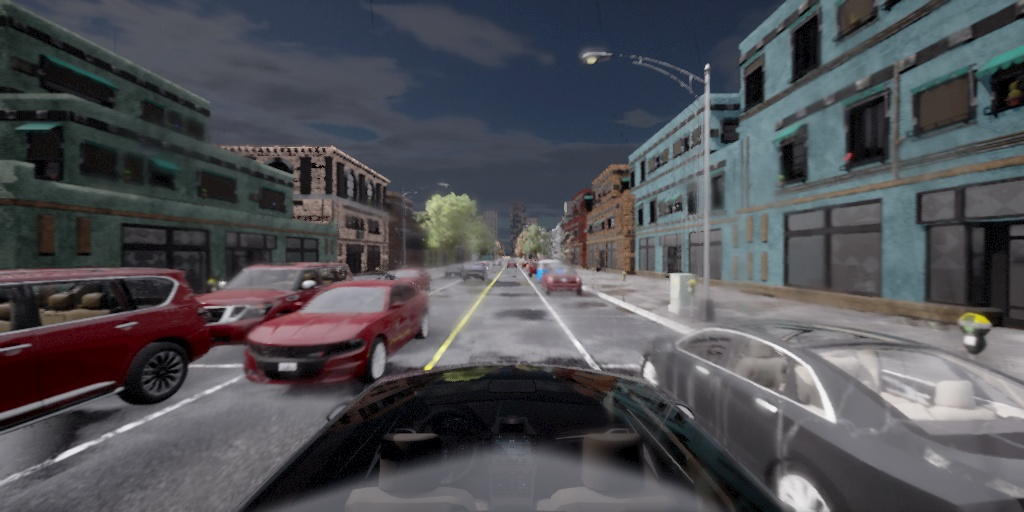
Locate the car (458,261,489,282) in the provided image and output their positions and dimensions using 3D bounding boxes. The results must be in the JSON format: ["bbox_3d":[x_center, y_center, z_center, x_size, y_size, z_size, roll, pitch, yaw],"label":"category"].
[{"bbox_3d":[-3.105,1.414,31.154,2.033,1.411,5.357,0,0,0],"label":"car"}]

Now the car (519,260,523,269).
[{"bbox_3d":[2.675,1.545,64.526,1.888,1.381,4.507,0,0,0],"label":"car"}]

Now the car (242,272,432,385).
[{"bbox_3d":[-3.050,1.250,7.378,1.882,1.535,5.008,0,0,0],"label":"car"}]

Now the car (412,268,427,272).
[{"bbox_3d":[-5.692,1.368,20.171,1.888,1.381,4.507,0,0,0],"label":"car"}]

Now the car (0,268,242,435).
[{"bbox_3d":[-5.688,1.071,3.539,2.192,1.841,5.009,0,0,0],"label":"car"}]

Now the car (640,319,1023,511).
[{"bbox_3d":[2.693,1.308,3.541,2.007,1.370,4.403,0,0,0],"label":"car"}]

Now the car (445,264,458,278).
[{"bbox_3d":[-5.697,1.455,36.803,1.948,1.339,4.313,0,0,0],"label":"car"}]

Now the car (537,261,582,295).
[{"bbox_3d":[2.688,1.264,20.173,1.967,1.591,4.097,0,0,0],"label":"car"}]

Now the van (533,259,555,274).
[{"bbox_3d":[2.687,1.187,25.717,1.690,1.789,3.998,0,0,0],"label":"van"}]

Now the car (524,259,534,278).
[{"bbox_3d":[2.684,1.205,36.805,2.192,1.841,5.009,0,0,0],"label":"car"}]

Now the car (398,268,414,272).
[{"bbox_3d":[-5.690,1.367,14.627,1.948,1.339,4.313,0,0,0],"label":"car"}]

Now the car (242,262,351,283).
[{"bbox_3d":[-5.689,1.094,9.083,2.192,1.841,5.009,0,0,0],"label":"car"}]

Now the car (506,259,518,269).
[{"bbox_3d":[-0.018,1.529,65.497,1.812,1.442,4.674,0,0,0],"label":"car"}]
